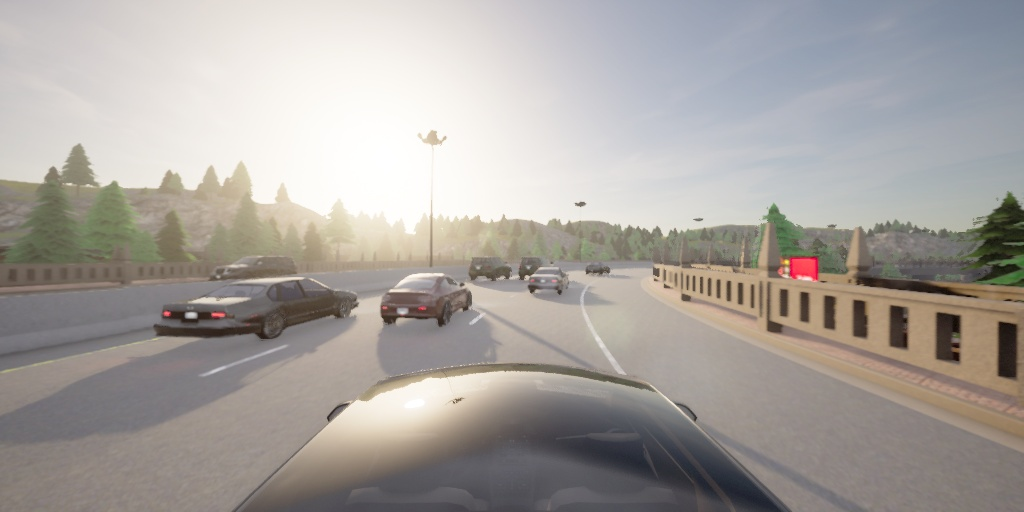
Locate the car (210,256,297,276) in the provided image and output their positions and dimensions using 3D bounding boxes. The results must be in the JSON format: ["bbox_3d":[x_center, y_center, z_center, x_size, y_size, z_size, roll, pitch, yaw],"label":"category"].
[{"bbox_3d":[-18.059,0.991,25.510,2.150,2.045,5.566,0,0,13],"label":"car"}]

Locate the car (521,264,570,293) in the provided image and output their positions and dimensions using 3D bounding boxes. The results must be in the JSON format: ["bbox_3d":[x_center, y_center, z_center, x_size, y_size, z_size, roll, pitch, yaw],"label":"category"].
[{"bbox_3d":[2.275,1.385,21.302,2.033,1.411,5.357,0,0,15],"label":"car"}]

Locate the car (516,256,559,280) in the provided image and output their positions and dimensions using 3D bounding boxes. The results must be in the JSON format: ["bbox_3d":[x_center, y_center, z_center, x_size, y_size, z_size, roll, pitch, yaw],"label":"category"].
[{"bbox_3d":[2.268,1.063,31.759,2.150,2.045,5.566,0,0,20],"label":"car"}]

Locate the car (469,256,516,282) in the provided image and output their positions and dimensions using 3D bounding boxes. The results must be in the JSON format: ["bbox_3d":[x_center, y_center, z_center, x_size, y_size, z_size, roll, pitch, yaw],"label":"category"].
[{"bbox_3d":[-1.810,1.053,30.723,2.150,2.045,5.566,0,0,19],"label":"car"}]

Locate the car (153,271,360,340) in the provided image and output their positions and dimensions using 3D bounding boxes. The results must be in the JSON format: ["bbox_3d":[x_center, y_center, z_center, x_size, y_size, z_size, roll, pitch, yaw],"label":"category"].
[{"bbox_3d":[-6.396,1.291,9.939,2.033,1.411,5.357,0,0,6],"label":"car"}]

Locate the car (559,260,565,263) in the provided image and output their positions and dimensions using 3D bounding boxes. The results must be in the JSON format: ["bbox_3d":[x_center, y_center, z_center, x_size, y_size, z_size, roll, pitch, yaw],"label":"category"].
[{"bbox_3d":[7.795,1.502,62.720,1.882,1.535,5.008,0,-1,39],"label":"car"}]

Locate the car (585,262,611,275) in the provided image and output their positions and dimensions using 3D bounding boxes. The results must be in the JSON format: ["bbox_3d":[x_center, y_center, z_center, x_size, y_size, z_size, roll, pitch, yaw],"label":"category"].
[{"bbox_3d":[9.830,1.382,40.772,2.128,1.511,4.902,0,0,30],"label":"car"}]

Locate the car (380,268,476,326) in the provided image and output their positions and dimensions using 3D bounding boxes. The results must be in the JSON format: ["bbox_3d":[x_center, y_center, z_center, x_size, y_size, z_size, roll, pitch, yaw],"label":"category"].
[{"bbox_3d":[-2.634,1.290,11.729,1.812,1.442,4.674,0,0,6],"label":"car"}]

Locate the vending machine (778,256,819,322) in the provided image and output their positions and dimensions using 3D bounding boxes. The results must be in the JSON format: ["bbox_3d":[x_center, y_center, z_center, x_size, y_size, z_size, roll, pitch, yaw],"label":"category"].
[{"bbox_3d":[8.504,1.000,10.864,1.100,2.100,0.880,0,0,8],"label":"vending machine"}]
